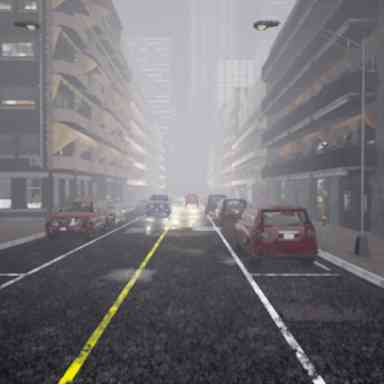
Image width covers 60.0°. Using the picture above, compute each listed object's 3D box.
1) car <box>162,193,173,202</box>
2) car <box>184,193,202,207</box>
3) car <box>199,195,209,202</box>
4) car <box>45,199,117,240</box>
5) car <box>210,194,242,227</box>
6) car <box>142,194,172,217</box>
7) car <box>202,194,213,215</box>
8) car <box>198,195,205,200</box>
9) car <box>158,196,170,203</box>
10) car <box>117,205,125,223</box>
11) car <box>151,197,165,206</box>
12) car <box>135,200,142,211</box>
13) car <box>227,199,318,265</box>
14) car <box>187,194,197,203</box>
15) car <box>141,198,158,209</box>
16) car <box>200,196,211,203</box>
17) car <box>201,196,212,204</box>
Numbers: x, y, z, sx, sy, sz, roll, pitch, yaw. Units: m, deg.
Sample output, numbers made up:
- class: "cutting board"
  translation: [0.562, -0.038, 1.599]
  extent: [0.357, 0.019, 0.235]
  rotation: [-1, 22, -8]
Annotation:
- class: "car"
  translation: [-5.701, 1.301, 78.826]
  extent: [2.192, 1.841, 5.009]
  rotation: [-1, 0, 0]
- class: "car"
  translation: [0.002, 1.211, 51.822]
  extent: [2.150, 2.045, 5.566]
  rotation: [0, 0, 0]
- class: "car"
  translation: [2.681, 1.426, 73.195]
  extent: [1.967, 1.590, 4.097]
  rotation: [-1, 0, 0]
- class: "car"
  translation: [-5.693, 1.311, 17.203]
  extent: [2.192, 1.841, 5.009]
  rotation: [-1, 0, 0]
- class: "car"
  translation: [2.677, 1.310, 22.776]
  extent: [2.192, 1.841, 5.009]
  rotation: [-1, 0, 0]
- class: "car"
  translation: [-3.096, 1.217, 31.934]
  extent: [2.150, 2.045, 5.566]
  rotation: [0, 0, 0]
- class: "car"
  translation: [2.395, 1.212, 33.642]
  extent: [2.150, 2.045, 5.566]
  rotation: [0, 0, 0]
- class: "car"
  translation: [2.684, 1.551, 95.602]
  extent: [1.947, 1.339, 4.313]
  rotation: [-1, 0, 0]
- class: "car"
  translation: [-5.698, 1.537, 67.622]
  extent: [2.008, 1.369, 4.403]
  rotation: [-1, 0, 0]
- class: "car"
  translation: [-5.707, 1.545, 22.805]
  extent: [2.008, 1.369, 4.403]
  rotation: [-1, 0, 0]
- class: "car"
  translation: [-5.698, 1.539, 56.418]
  extent: [2.008, 1.369, 4.403]
  rotation: [-1, 0, 0]
- class: "car"
  translation: [-5.699, 1.573, 39.611]
  extent: [1.802, 1.307, 4.206]
  rotation: [-1, 0, 0]
- class: "car"
  translation: [2.677, 1.312, 11.572]
  extent: [2.192, 1.841, 5.009]
  rotation: [-1, 0, 0]
- class: "car"
  translation: [0.003, 1.264, 68.556]
  extent: [2.097, 1.767, 4.553]
  rotation: [0, 0, 0]
- class: "car"
  translation: [-5.698, 1.572, 45.213]
  extent: [1.802, 1.307, 4.206]
  rotation: [-1, 0, 0]
- class: "car"
  translation: [2.682, 1.553, 67.593]
  extent: [1.947, 1.339, 4.313]
  rotation: [-1, 0, 0]
- class: "car"
  translation: [2.682, 1.513, 62.160]
  extent: [1.752, 1.417, 4.829]
  rotation: [-1, 0, 0]
